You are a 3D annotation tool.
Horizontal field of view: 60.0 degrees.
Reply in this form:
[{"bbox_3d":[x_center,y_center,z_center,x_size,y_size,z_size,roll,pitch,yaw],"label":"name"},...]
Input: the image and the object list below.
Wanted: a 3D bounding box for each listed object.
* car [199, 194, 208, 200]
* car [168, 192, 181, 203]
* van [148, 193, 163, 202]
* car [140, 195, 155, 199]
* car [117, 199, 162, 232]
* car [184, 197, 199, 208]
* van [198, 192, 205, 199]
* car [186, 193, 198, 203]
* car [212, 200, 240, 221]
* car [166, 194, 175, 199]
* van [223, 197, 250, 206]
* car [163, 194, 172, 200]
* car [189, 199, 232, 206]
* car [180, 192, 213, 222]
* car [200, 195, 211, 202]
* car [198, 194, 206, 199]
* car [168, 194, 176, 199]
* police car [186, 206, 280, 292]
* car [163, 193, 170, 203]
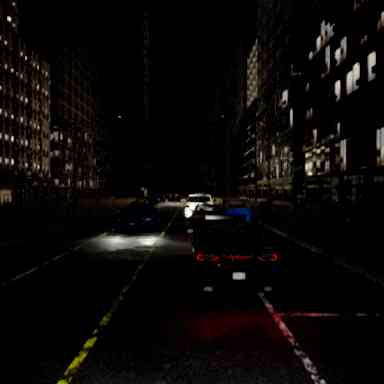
[{"bbox_3d":[2.651,1.219,77.766,1.887,1.381,4.507,0,0,0],"label":"car"},{"bbox_3d":[-3.091,1.232,61.785,2.128,1.511,4.902,0,0,0],"label":"car"},{"bbox_3d":[-5.716,1.132,49.423,1.690,1.788,3.998,0,0,0],"label":"van"},{"bbox_3d":[-5.710,1.364,37.917,1.752,1.417,4.829,0,0,0],"label":"car"},{"bbox_3d":[-3.110,1.392,19.883,1.882,1.535,5.008,0,0,0],"label":"car"},{"bbox_3d":[-0.004,1.368,46.214,1.994,1.385,4.181,0,0,0],"label":"car"},{"bbox_3d":[2.642,0.945,94.768,1.690,1.788,3.998,0,0,0],"label":"van"},{"bbox_3d":[-0.029,1.099,60.144,2.097,1.767,4.553,0,0,0],"label":"car"},{"bbox_3d":[2.676,1.410,26.924,1.752,1.417,4.829,0,0,0],"label":"car"},{"bbox_3d":[-5.735,1.172,89.099,1.887,1.381,4.507,0,0,0],"label":"car"},{"bbox_3d":[2.678,1.250,21.085,1.690,1.788,3.998,0,0,0],"label":"van"},{"bbox_3d":[-5.730,1.201,77.593,1.752,1.417,4.829,0,0,0],"label":"car"},{"bbox_3d":[0.891,1.397,18.818,1.882,1.535,5.008,0,0,0],"label":"car"},{"bbox_3d":[0.648,1.116,24.926,2.150,2.045,5.566,0,0,4],"label":"car"},{"bbox_3d":[2.657,1.272,66.430,2.008,1.369,4.403,0,0,0],"label":"car"},{"bbox_3d":[2.645,1.172,89.102,1.887,1.381,4.507,0,0,0],"label":"car"},{"bbox_3d":[-5.738,1.170,94.766,1.947,1.339,4.313,0,0,0],"label":"car"},{"bbox_3d":[0.896,1.386,8.928,1.930,1.638,5.238,0,0,0],"label":"police car"},{"bbox_3d":[-5.721,1.295,60.759,2.008,1.369,4.403,0,0,0],"label":"car"}]
